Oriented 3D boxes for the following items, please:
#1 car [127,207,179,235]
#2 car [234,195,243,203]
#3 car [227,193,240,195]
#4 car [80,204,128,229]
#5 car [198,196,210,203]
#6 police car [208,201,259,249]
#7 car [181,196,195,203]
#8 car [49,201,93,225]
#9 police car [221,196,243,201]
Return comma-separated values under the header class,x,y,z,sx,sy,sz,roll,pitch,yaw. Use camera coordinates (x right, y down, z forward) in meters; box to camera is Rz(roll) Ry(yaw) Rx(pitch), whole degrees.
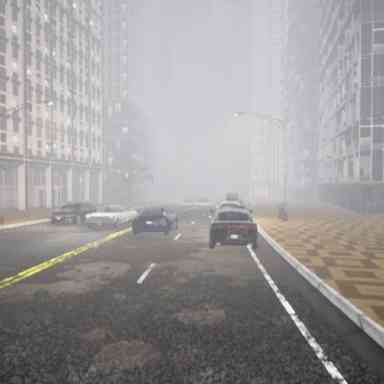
class,x,y,z,sx,sy,sz,roll,pitch,yaw
car,-1.950,1.522,18.704,1.994,1.385,4.181,0,0,6
car,9.306,1.377,66.480,1.812,1.442,4.674,0,0,8
car,6.022,1.125,48.264,2.150,2.045,5.566,0,0,12
car,-5.145,1.546,21.486,1.895,1.301,4.718,0,0,6
car,2.310,1.406,63.551,1.994,1.385,4.181,0,0,10
police car,1.734,1.398,14.527,1.930,1.638,5.238,0,0,5
car,-0.757,1.432,64.655,1.895,1.301,4.718,0,0,10
car,-8.173,1.439,23.504,1.837,1.490,4.892,0,0,7
police car,2.745,1.380,24.228,1.930,1.638,5.238,0,0,7
